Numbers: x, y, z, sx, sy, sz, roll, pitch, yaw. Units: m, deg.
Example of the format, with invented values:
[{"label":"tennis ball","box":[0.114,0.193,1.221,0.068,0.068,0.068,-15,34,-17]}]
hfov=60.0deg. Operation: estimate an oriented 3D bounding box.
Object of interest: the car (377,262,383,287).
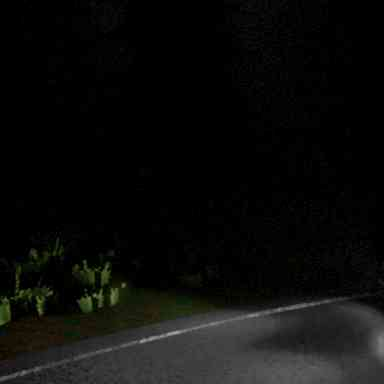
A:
[{"label":"car","box":[5.766,1.419,5.684,4.718,1.301,1.895,-1,2,-12]}]
